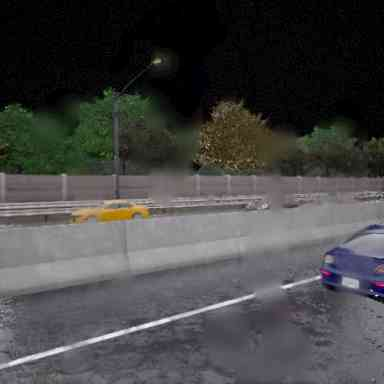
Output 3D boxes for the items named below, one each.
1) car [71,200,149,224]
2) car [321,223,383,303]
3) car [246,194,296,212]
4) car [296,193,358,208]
[{"bbox_3d":[-5.272,1.336,21.722,5.008,1.535,1.882,-1,1,-35],"label":"car"},{"bbox_3d":[4.669,1.392,7.198,4.674,1.442,1.812,-1,1,-35],"label":"car"},{"bbox_3d":[6.286,1.000,25.657,4.553,1.767,2.097,-1,1,-35],"label":"car"},{"bbox_3d":[10.013,0.962,24.020,4.553,1.767,2.097,-1,1,-35],"label":"car"}]
